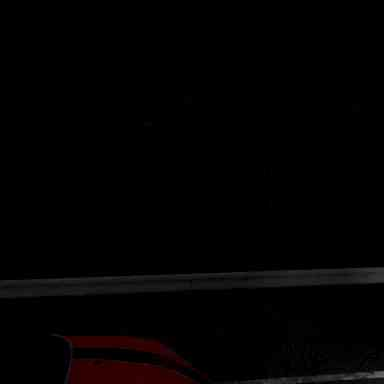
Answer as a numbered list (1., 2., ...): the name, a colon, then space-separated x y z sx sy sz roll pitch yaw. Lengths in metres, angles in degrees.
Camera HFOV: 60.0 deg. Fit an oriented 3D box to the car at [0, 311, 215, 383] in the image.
1. car: -1.856 1.352 1.660 4.553 1.767 2.097 0 0 -6
